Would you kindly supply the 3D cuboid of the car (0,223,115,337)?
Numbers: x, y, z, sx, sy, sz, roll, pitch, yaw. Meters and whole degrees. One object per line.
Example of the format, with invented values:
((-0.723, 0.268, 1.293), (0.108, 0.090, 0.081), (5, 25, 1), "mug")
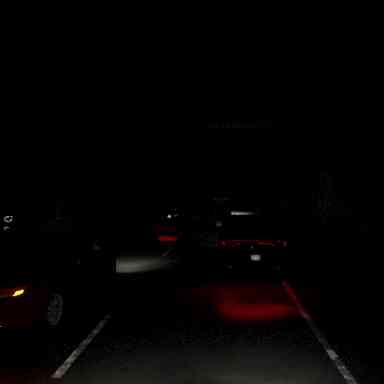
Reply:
((-2.965, 1.489, 6.574), (1.812, 1.442, 4.674), (0, 0, 4), "car")

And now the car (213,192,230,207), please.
((4.039, 1.048, 46.050), (2.150, 2.045, 5.566), (0, 0, 6), "car")

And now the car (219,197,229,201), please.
((3.315, 1.429, 26.532), (1.812, 1.442, 4.674), (0, 0, 5), "car")

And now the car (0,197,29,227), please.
((-9.245, 1.249, 17.630), (2.097, 1.767, 4.553), (0, 0, 6), "car")

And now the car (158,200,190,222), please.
((-1.302, 1.399, 24.974), (1.837, 1.490, 4.892), (0, 0, 5), "car")

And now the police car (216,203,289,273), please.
((1.793, 1.387, 10.715), (1.930, 1.638, 5.238), (0, 0, 5), "police car")

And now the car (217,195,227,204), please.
((5.442, 1.297, 60.743), (1.812, 1.442, 4.674), (0, 0, 5), "car")

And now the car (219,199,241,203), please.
((2.740, 1.430, 20.560), (1.837, 1.490, 4.892), (0, 0, 5), "car")
